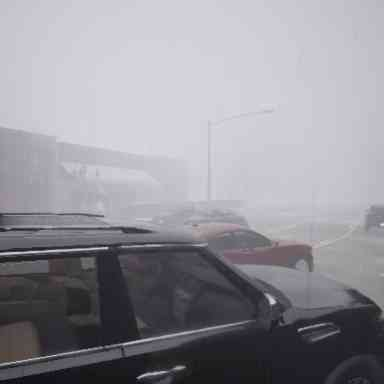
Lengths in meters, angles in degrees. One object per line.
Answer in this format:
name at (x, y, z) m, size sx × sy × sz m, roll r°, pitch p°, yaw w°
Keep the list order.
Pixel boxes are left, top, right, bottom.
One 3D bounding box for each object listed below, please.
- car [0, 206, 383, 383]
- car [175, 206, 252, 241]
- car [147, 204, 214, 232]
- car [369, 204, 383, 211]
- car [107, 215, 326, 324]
car at (-0.756, 1.217, 2.734) m, size 5.566 × 2.045 × 2.150 m, roll 1°, pitch 0°, yaw -28°
car at (1.264, 1.563, 17.706) m, size 1.994 × 1.385 × 4.181 m, roll 0°, pitch 0°, yaw 40°
car at (-0.621, 1.563, 21.067) m, size 1.994 × 1.385 × 4.181 m, roll 0°, pitch 0°, yaw 37°
car at (11.657, 1.505, 20.235) m, size 1.837 × 1.490 × 4.892 m, roll 0°, pitch 0°, yaw 31°
car at (0.757, 1.477, 7.825) m, size 5.008 × 1.535 × 1.882 m, roll 0°, pitch 0°, yaw -33°
